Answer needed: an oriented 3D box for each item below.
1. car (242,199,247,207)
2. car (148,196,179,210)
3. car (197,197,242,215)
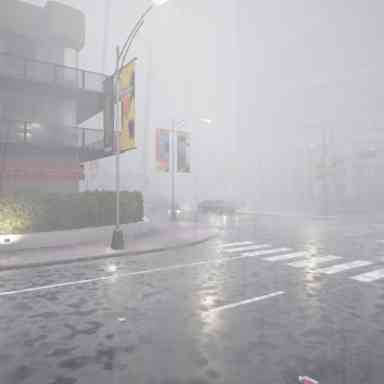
[{"bbox_3d":[6.123,1.526,48.831,1.812,1.442,4.674,0,0,-35],"label":"car"},{"bbox_3d":[-3.354,1.564,42.093,1.994,1.385,4.181,0,0,-35],"label":"car"},{"bbox_3d":[2.421,1.505,33.824,1.837,1.490,4.892,0,0,-35],"label":"car"}]
